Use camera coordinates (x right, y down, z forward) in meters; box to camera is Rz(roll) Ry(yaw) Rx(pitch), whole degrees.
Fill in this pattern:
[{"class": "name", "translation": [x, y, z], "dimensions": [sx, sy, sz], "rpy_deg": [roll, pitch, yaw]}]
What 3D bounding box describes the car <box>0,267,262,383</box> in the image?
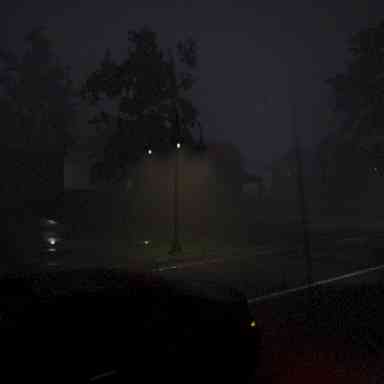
[{"class": "car", "translation": [-1.372, 1.526, 3.004], "dimensions": [4.674, 1.442, 1.812], "rpy_deg": [0, 0, -35]}]
